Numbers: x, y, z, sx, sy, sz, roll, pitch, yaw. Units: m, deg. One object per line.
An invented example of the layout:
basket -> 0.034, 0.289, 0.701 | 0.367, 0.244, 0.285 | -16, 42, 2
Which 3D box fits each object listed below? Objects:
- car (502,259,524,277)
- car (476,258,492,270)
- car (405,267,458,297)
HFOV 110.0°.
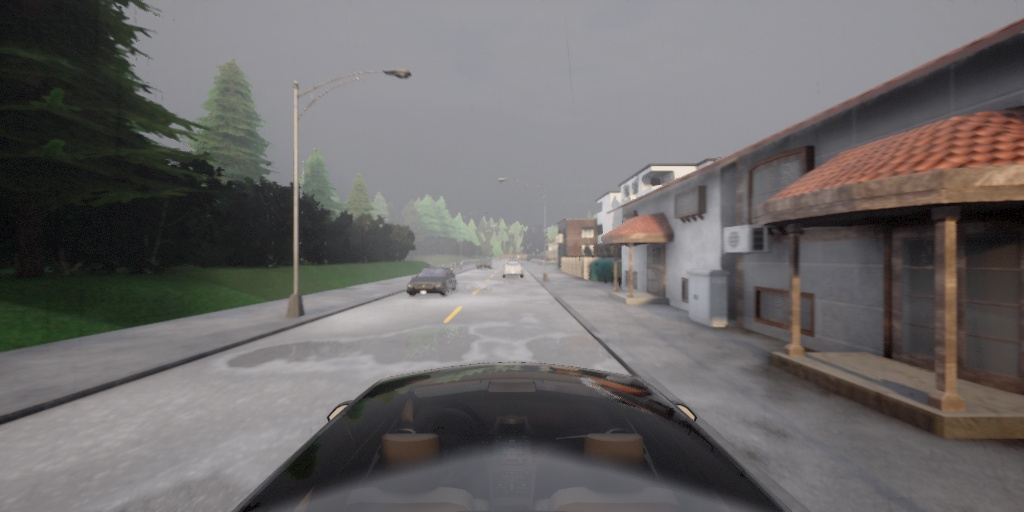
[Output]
car -> 0.096, 1.296, 35.048 | 1.812, 1.442, 4.674 | 0, 0, 0
car -> -4.075, 1.133, 52.938 | 2.097, 1.767, 4.553 | 0, 0, 0
car -> -4.098, 1.308, 19.266 | 2.033, 1.411, 5.357 | 0, 0, 0
